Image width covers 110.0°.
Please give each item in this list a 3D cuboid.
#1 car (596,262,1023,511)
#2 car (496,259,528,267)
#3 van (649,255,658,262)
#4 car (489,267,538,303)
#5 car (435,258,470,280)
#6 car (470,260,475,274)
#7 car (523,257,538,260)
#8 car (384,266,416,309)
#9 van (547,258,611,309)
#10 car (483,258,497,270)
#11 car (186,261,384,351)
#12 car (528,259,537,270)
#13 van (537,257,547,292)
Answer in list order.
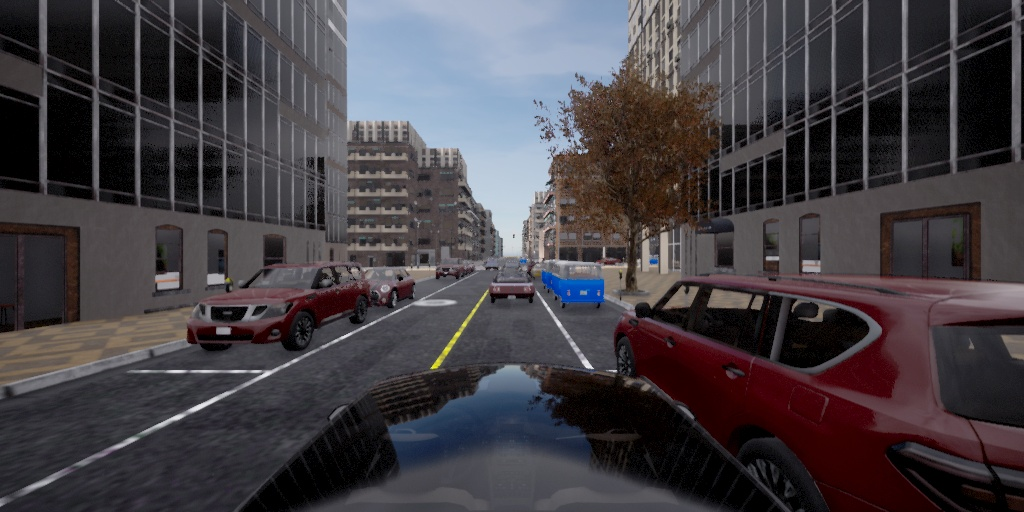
[{"bbox_3d":[2.569,1.061,3.573,2.192,1.841,5.009,0,0,0],"label":"car"},{"bbox_3d":[0.000,1.239,31.500,2.128,1.511,4.902,0,0,0],"label":"car"},{"bbox_3d":[22.962,0.743,57.417,3.998,1.789,1.690,0,0,0],"label":"van"},{"bbox_3d":[0.000,1.363,16.530,1.895,1.301,4.718,0,0,0],"label":"car"},{"bbox_3d":[-5.315,1.058,31.312,2.192,1.841,5.009,0,0,0],"label":"car"},{"bbox_3d":[-5.315,1.182,36.859,1.967,1.591,4.097,0,0,0],"label":"car"},{"bbox_3d":[2.566,1.057,36.859,2.192,1.841,5.009,0,0,0],"label":"car"},{"bbox_3d":[-5.315,1.186,14.669,1.967,1.591,4.097,0,0,0],"label":"car"},{"bbox_3d":[2.565,1.087,14.669,1.690,1.789,3.998,0,0,0],"label":"van"},{"bbox_3d":[-2.751,1.349,51.096,2.033,1.411,5.357,0,0,0],"label":"car"},{"bbox_3d":[-5.315,1.061,9.122,2.192,1.841,5.009,0,0,0],"label":"car"},{"bbox_3d":[2.565,1.269,31.482,1.751,1.417,4.829,0,0,0],"label":"car"},{"bbox_3d":[2.565,1.086,20.217,1.690,1.789,3.998,0,0,0],"label":"van"}]
